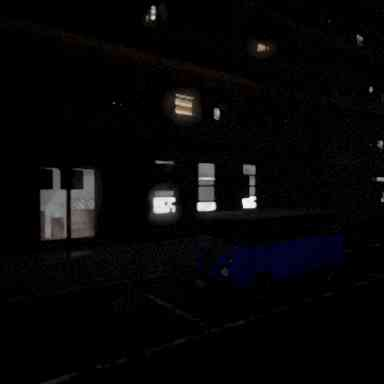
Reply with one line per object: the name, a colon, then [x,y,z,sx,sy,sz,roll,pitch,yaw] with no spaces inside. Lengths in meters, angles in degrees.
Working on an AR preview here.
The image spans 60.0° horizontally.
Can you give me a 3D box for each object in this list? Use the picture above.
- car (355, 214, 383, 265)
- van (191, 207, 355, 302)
car: [6.415,1.432,11.024,4.507,1.381,1.887,-1,1,-35]
van: [1.894,1.284,7.849,3.998,1.788,1.690,-1,1,-35]
